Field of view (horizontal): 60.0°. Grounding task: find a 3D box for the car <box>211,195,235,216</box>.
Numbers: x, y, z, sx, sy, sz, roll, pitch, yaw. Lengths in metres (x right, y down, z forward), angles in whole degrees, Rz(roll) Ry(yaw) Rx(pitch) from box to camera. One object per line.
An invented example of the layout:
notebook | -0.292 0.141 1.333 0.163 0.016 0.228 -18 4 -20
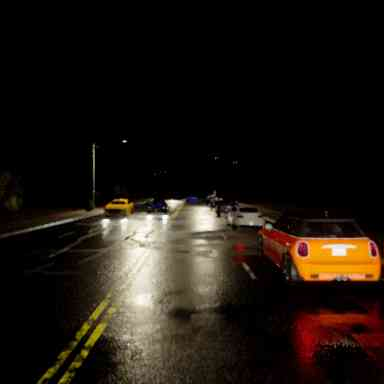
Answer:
car | 3.220 1.372 31.483 2.033 1.649 4.856 0 0 0

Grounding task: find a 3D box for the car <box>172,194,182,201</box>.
car | -3.321 1.250 74.231 1.882 1.535 5.008 0 0 0

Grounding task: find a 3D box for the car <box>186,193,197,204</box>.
car | -0.058 1.355 61.892 1.882 1.535 5.008 0 0 0

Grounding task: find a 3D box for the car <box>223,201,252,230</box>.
car | 3.231 1.488 20.484 1.812 1.442 4.674 0 0 0

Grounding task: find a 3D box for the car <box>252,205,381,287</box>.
car | 3.241 1.335 9.453 2.097 1.767 4.553 0 0 0

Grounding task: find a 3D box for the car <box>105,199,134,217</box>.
car | -6.627 1.420 30.640 1.882 1.535 5.008 0 0 0

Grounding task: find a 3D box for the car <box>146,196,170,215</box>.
car | -3.379 1.462 33.624 1.812 1.442 4.674 0 0 0

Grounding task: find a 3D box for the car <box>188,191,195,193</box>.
car | -0.077 0.874 81.295 2.150 2.045 5.566 0 0 0

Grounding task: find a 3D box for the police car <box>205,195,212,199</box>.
police car | 3.199 1.320 53.593 1.930 1.638 5.238 0 0 0

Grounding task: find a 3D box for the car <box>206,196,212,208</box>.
car | 3.210 1.519 42.513 1.895 1.301 4.718 0 0 0
